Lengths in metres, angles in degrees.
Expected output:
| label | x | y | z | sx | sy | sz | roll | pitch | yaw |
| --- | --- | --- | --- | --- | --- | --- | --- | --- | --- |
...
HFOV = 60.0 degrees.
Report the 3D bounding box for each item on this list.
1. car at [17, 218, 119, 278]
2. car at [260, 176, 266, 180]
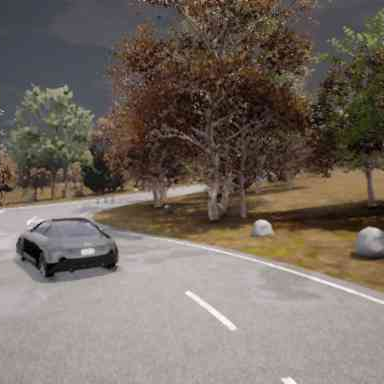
| label | x | y | z | sx | sy | sz | roll | pitch | yaw |
| --- | --- | --- | --- | --- | --- | --- | --- | --- | --- |
| car | -3.856 | 1.464 | 10.032 | 1.994 | 1.385 | 4.181 | -1 | 1 | -37 |
| car | 17.222 | -3.954 | 83.438 | 1.882 | 1.535 | 5.008 | 0 | 6 | 34 |
